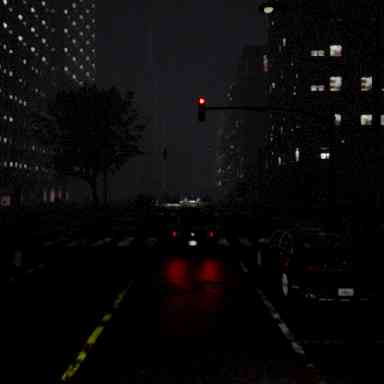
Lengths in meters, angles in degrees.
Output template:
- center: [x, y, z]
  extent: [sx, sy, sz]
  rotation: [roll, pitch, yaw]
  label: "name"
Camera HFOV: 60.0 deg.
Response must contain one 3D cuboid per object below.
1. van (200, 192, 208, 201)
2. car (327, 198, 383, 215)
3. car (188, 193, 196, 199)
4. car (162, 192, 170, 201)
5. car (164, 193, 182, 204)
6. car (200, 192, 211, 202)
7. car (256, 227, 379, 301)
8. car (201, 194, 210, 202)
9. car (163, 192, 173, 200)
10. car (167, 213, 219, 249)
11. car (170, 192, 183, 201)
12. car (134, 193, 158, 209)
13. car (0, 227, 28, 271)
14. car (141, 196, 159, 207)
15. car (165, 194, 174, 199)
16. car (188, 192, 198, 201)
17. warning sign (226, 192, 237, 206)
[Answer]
- center: [2.699, 0.966, 73.513]
  extent: [1.690, 1.788, 3.998]
  rotation: [0, 0, 0]
  label: "van"
- center: [13.429, 1.187, 27.392]
  extent: [4.403, 1.369, 2.008]
  rotation: [-1, 1, -1]
  label: "car"
- center: [0.011, 0.925, 80.119]
  extent: [1.882, 1.535, 5.008]
  rotation: [0, 0, 0]
  label: "car"
- center: [-5.682, 1.191, 73.515]
  extent: [1.947, 1.339, 4.313]
  rotation: [0, 0, 0]
  label: "car"
- center: [-3.070, 1.276, 54.385]
  extent: [1.994, 1.385, 4.181]
  rotation: [0, 0, 0]
  label: "car"
- center: [2.698, 1.240, 62.468]
  extent: [1.947, 1.339, 4.313]
  rotation: [0, 0, 0]
  label: "car"
- center: [2.690, 1.503, 7.989]
  extent: [2.008, 1.369, 4.403]
  rotation: [0, 0, 0]
  label: "car"
- center: [2.698, 1.174, 68.160]
  extent: [1.752, 1.417, 4.829]
  rotation: [0, 0, 0]
  label: "car"
- center: [-5.682, 0.917, 79.036]
  extent: [2.192, 1.841, 5.009]
  rotation: [0, 0, 0]
  label: "car"
- center: [0.056, 1.519, 14.076]
  extent: [1.895, 1.301, 4.718]
  rotation: [0, 0, 0]
  label: "car"
- center: [-2.991, 0.989, 70.307]
  extent: [2.097, 1.767, 4.553]
  rotation: [0, 0, 0]
  label: "car"
- center: [-5.687, 1.096, 40.377]
  extent: [2.192, 1.841, 5.009]
  rotation: [0, 0, 0]
  label: "car"
- center: [-5.690, 1.497, 7.990]
  extent: [1.887, 1.381, 4.507]
  rotation: [0, 0, 0]
  label: "car"
- center: [-5.686, 1.320, 45.901]
  extent: [1.947, 1.339, 4.313]
  rotation: [0, 0, 0]
  label: "car"
- center: [-5.681, 1.131, 84.561]
  extent: [2.008, 1.369, 4.403]
  rotation: [0, 0, 0]
  label: "car"
- center: [0.008, 1.228, 70.145]
  extent: [1.895, 1.301, 4.718]
  rotation: [0, 0, 0]
  label: "car"
- center: [5.075, 0.886, 42.499]
  extent: [1.300, 1.860, 1.060]
  rotation: [0, 0, 0]
  label: "warning sign"
